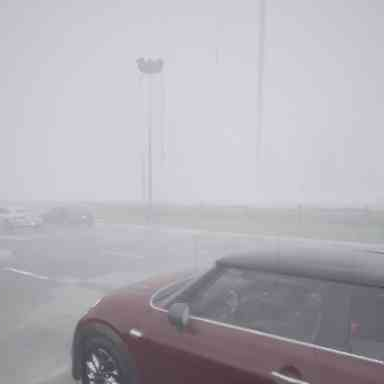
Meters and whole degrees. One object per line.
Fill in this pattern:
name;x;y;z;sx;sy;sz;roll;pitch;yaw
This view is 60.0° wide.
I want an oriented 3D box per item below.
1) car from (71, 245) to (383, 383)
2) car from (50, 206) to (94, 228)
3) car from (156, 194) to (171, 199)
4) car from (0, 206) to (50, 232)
car;0.814;1.355;3.412;4.553;1.767;2.097;0;0;36
car;-8.747;1.634;23.129;4.181;1.385;1.994;0;0;36
car;-7.589;1.404;88.677;4.605;1.855;1.932;0;0;35
car;-11.058;1.596;20.483;4.674;1.442;1.812;0;0;36
